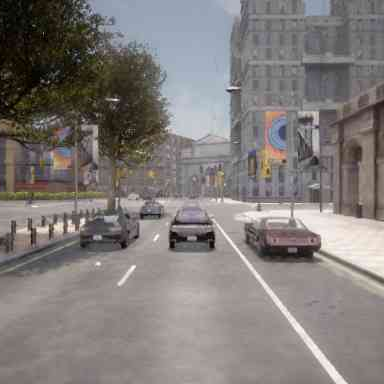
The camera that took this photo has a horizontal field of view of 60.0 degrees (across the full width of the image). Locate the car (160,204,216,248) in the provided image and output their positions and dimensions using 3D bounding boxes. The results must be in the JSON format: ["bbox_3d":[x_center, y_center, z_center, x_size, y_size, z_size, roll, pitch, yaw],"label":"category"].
[{"bbox_3d":[0.000,1.493,14.650,2.128,1.511,4.902,0,0,0],"label":"car"}]

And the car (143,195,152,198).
[{"bbox_3d":[-11.500,1.411,85.544,1.882,1.535,5.008,0,0,0],"label":"car"}]

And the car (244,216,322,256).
[{"bbox_3d":[3.249,1.592,12.948,1.895,1.301,4.718,0,0,0],"label":"car"}]

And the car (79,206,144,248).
[{"bbox_3d":[-3.500,1.531,14.650,1.812,1.442,4.674,0,0,0],"label":"car"}]

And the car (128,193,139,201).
[{"bbox_3d":[-15.000,1.159,85.508,2.150,2.045,5.566,0,0,0],"label":"car"}]

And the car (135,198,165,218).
[{"bbox_3d":[-3.500,1.561,29.650,2.033,1.411,5.357,0,0,0],"label":"car"}]

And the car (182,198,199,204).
[{"bbox_3d":[0.000,1.561,29.650,2.033,1.411,5.357,0,0,0],"label":"car"}]
